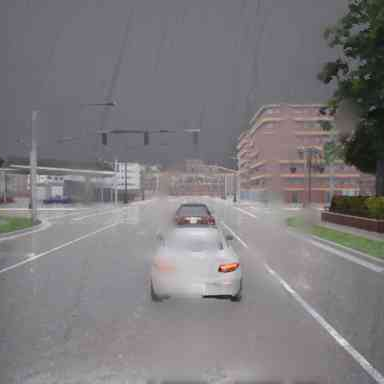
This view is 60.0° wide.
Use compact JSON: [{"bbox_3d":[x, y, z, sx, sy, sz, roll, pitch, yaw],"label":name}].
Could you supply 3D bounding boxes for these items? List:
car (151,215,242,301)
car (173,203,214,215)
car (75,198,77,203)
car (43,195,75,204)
[{"bbox_3d":[0.087,1.526,8.188,1.812,1.442,4.674,0,0,0],"label":"car"},{"bbox_3d":[0.064,1.352,17.181,2.097,1.767,4.553,0,0,0],"label":"car"},{"bbox_3d":[-24.167,1.456,63.639,3.806,1.475,1.970,0,0,1],"label":"car"},{"bbox_3d":[-23.437,1.295,57.889,4.611,1.667,2.242,0,0,1],"label":"car"}]
